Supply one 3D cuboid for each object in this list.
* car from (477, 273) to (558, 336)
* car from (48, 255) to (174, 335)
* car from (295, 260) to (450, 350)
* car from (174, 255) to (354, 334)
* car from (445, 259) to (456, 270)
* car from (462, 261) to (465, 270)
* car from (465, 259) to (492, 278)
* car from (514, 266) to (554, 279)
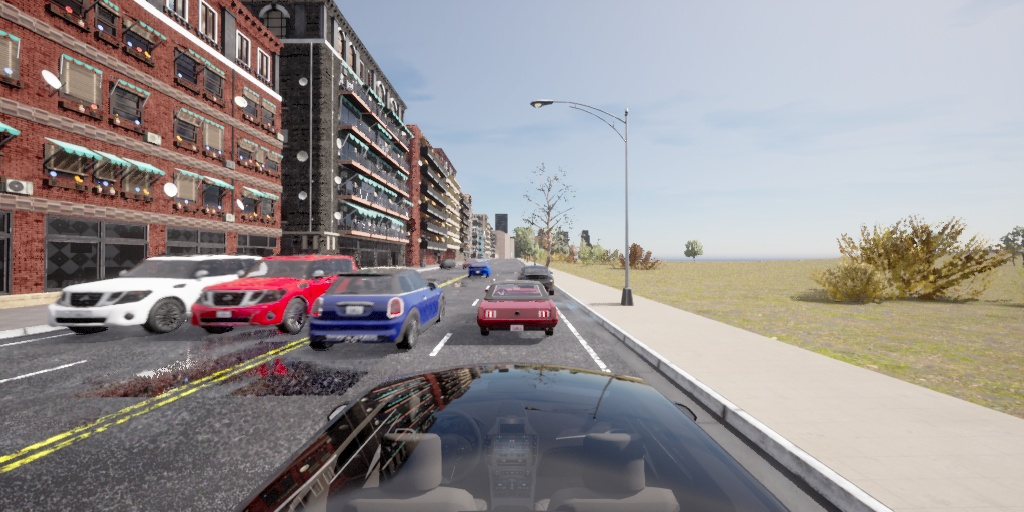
[{"bbox_3d":[0.134,1.353,10.380,1.895,1.301,4.718,0,0,0],"label":"car"},{"bbox_3d":[-9.813,0.973,10.897,2.150,2.045,5.566,0,0,0],"label":"car"},{"bbox_3d":[-3.120,1.103,9.255,2.097,1.767,4.553,0,0,0],"label":"car"},{"bbox_3d":[-6.562,0.973,10.940,2.150,2.045,5.566,0,0,0],"label":"car"},{"bbox_3d":[-9.628,1.231,53.887,1.882,1.535,5.008,0,0,0],"label":"car"},{"bbox_3d":[-6.376,1.231,54.277,1.882,1.535,5.008,0,0,0],"label":"car"},{"bbox_3d":[-3.016,1.231,34.352,1.882,1.535,5.008,0,0,0],"label":"car"},{"bbox_3d":[1.210,1.258,19.580,1.837,1.490,4.892,0,0,0],"label":"car"}]
